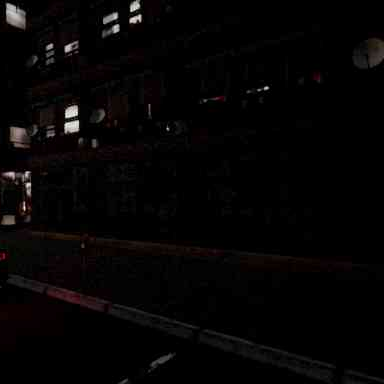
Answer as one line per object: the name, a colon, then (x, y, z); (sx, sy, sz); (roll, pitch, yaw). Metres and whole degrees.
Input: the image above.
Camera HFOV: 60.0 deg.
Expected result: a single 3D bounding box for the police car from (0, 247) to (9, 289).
police car: (-6.222, 1.428, 7.614); (5.238, 1.638, 1.930); (0, 0, 35)
